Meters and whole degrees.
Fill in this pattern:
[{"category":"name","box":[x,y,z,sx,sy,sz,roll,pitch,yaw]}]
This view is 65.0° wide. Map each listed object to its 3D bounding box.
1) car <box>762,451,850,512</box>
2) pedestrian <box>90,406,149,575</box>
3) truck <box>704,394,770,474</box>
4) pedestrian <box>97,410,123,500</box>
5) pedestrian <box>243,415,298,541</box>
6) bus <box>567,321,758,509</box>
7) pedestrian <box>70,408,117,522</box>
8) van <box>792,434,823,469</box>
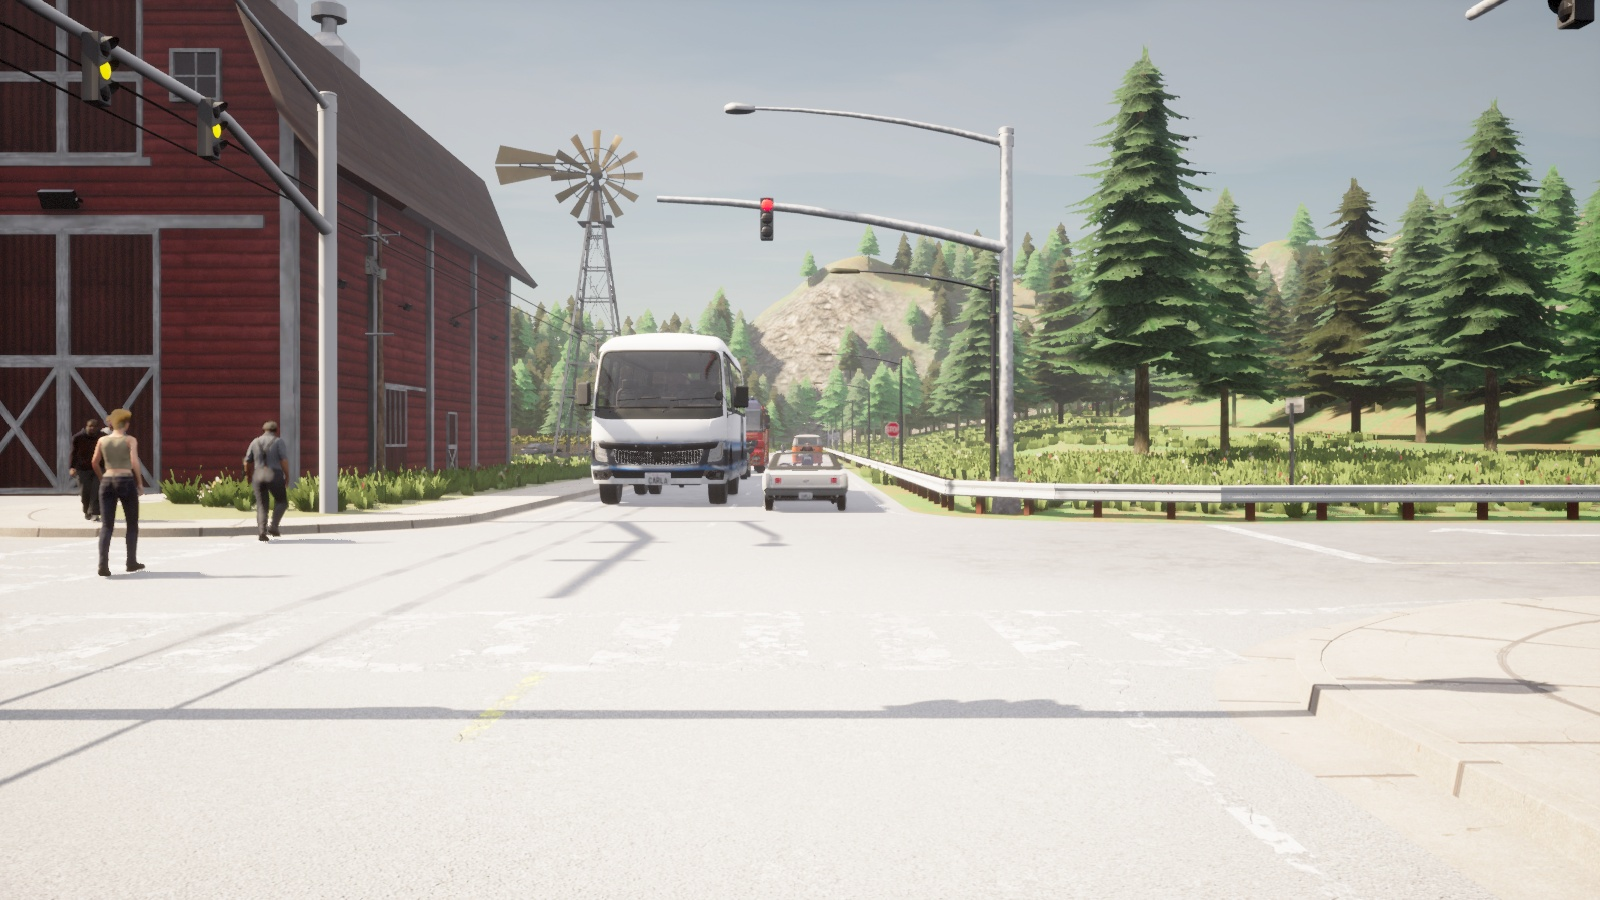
[{"category":"car","box":[0.095,0.681,29.409,1.895,1.301,4.718,0,0,-1]},{"category":"pedestrian","box":[-7.534,0.437,13.919,0.345,1.836,0.594,0,0,-3]},{"category":"truck","box":[-3.115,-0.782,64.074,2.891,3.827,8.468,0,0,0]},{"category":"pedestrian","box":[-14.355,0.098,26.126,0.354,1.836,0.706,0,0,-19]},{"category":"pedestrian","box":[-7.876,0.410,18.707,0.540,1.848,0.694,0,0,-2]},{"category":"bus","box":[-3.290,-0.823,33.683,3.944,4.253,10.273,0,0,0]},{"category":"pedestrian","box":[-11.766,0.246,20.911,0.634,1.844,0.899,0,0,-32]},{"category":"van","box":[0.442,0.082,74.200,1.775,1.987,4.442,0,0,0]}]
